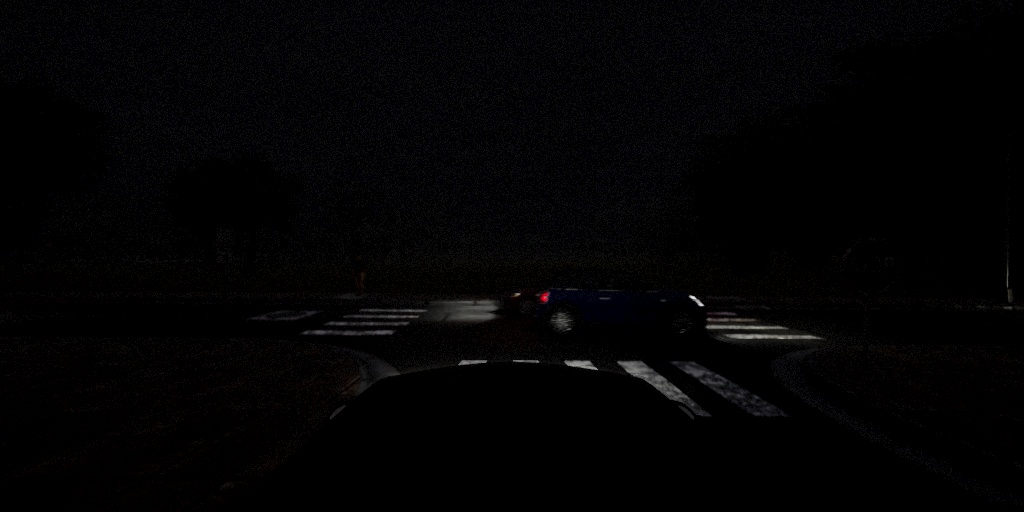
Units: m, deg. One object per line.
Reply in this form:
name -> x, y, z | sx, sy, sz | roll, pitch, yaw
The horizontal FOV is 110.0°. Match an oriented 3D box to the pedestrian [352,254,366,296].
pedestrian -> -6.809, 0.831, 15.960 | 0.375, 1.860, 0.375 | 0, 1, 0

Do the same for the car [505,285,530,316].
car -> 2.085, 1.331, 13.015 | 4.674, 1.442, 1.812 | 1, 0, 0

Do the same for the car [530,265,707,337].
car -> 2.901, 1.159, 10.090 | 4.553, 1.767, 2.097 | 0, -1, 0
